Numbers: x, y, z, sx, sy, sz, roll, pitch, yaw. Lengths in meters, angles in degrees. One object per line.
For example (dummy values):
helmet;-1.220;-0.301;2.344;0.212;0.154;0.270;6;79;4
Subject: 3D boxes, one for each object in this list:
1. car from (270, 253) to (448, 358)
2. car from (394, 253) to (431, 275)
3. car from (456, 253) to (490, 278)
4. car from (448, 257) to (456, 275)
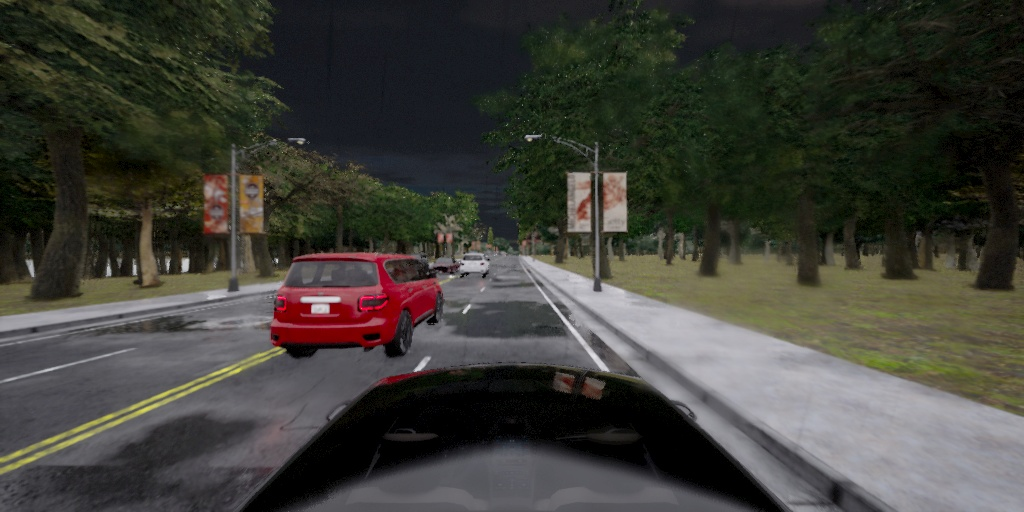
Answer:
car;-3.166;0.950;8.591;2.150;2.045;5.566;0;0;0
car;-9.826;0.769;36.011;2.150;2.045;5.566;0;0;1
car;-3.190;0.790;31.549;2.150;2.045;5.566;0;1;0
car;-6.583;0.893;35.455;2.097;1.767;4.553;0;1;1
